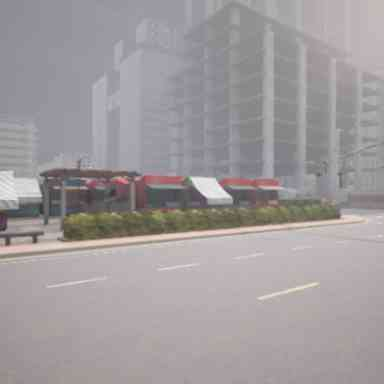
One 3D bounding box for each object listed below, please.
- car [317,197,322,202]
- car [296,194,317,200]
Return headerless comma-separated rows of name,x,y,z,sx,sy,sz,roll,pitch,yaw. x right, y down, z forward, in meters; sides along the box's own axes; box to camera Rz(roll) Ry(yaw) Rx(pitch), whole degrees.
car,24.294,1.249,67.188,1.905,1.878,3.866,0,0,-36
car,21.902,1.242,65.475,1.905,1.878,3.866,0,0,-36
